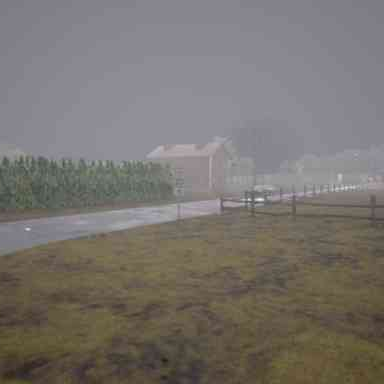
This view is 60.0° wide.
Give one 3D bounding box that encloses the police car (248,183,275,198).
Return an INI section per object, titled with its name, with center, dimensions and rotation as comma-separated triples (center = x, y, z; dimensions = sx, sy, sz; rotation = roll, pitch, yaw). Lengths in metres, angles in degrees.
[police car]
center = 8.635, -0.245, 41.046
dimensions = 1.930, 1.638, 5.238
rotation = 3, 4, 35
